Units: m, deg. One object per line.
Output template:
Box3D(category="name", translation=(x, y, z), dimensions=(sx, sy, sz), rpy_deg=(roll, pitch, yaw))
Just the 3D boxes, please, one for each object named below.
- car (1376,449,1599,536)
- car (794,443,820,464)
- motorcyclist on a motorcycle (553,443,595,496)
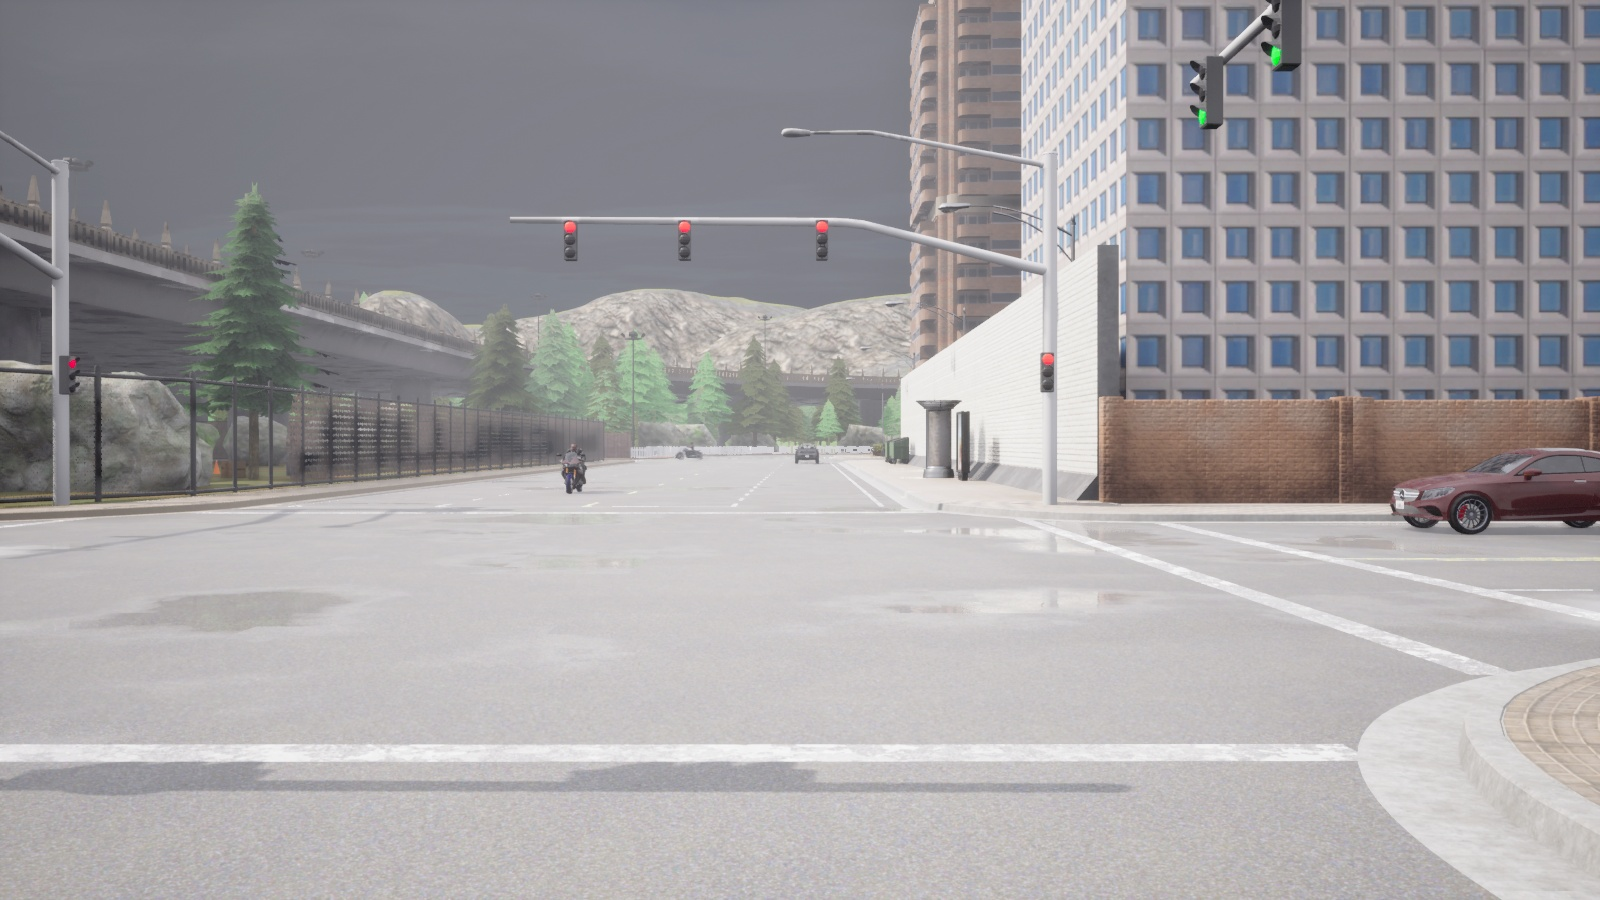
Box3D(category="car", translation=(12.785, 0.714, 21.879), dimensions=(4.674, 1.442, 1.812), rpy_deg=(0, 0, 0))
Box3D(category="car", translation=(0.512, 0.246, 91.154), dimensions=(1.816, 1.474, 4.193), rpy_deg=(0, 0, 0))
Box3D(category="motorcyclist on a motorcycle", translation=(-6.779, 0.563, 37.779), dimensions=(0.866, 1.530, 2.191), rpy_deg=(0, 0, 0))
